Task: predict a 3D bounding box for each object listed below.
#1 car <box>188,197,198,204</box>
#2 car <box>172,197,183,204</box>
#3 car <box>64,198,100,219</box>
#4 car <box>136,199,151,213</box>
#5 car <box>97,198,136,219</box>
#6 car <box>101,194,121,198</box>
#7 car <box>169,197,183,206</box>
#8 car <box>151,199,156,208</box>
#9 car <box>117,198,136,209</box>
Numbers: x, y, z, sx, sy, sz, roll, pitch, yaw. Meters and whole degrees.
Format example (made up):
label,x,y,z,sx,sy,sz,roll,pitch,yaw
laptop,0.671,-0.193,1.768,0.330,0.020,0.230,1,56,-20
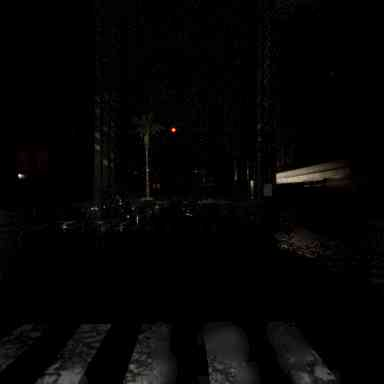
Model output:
label,x,y,z,sx,sy,sz,roll,pitch,yaw
car,0.227,1.782,69.803,1.994,1.385,4.181,0,0,0
car,-3.023,1.782,69.784,1.994,1.385,4.181,0,0,0
car,-9.795,1.540,29.837,1.882,1.535,5.008,0,0,0
car,-6.531,1.582,39.041,2.128,1.511,4.902,0,0,0
car,-6.549,1.539,29.573,1.882,1.535,5.008,0,0,0
car,-9.783,1.315,39.783,2.150,2.045,5.566,0,0,0
car,-3.046,1.699,59.490,1.812,1.442,4.674,0,0,0
car,-6.504,1.729,48.929,1.895,1.301,4.718,0,0,0
car,-9.748,1.696,49.744,1.994,1.385,4.181,0,0,0
